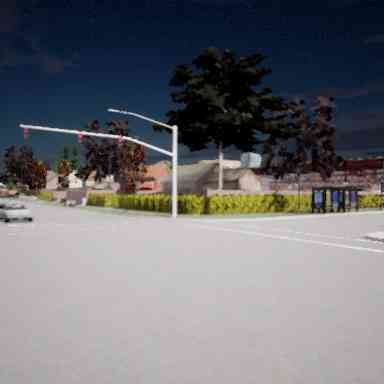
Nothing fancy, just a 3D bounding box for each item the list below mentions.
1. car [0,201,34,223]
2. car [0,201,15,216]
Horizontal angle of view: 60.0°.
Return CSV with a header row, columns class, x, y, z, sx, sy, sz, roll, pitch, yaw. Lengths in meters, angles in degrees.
class,x,y,z,sx,sy,sz,roll,pitch,yaw
car,-13.751,1.624,26.045,1.895,1.301,4.718,0,0,-36
car,-19.661,1.624,34.197,1.895,1.301,4.718,0,0,-36
